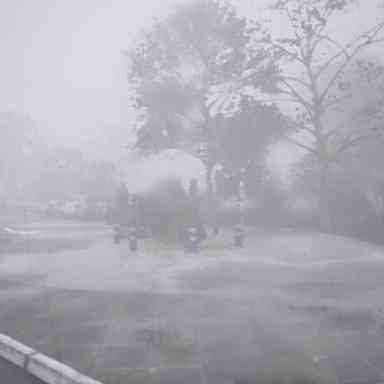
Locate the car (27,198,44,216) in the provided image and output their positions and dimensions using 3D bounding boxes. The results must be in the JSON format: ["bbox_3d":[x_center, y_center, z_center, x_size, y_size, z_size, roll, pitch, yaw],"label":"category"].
[{"bbox_3d":[-12.961,1.428,32.320,2.185,1.767,4.553,0,0,36],"label":"car"}]

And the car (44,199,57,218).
[{"bbox_3d":[-10.697,1.430,30.698,2.185,1.767,4.553,0,0,36],"label":"car"}]

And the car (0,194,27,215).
[{"bbox_3d":[-17.425,1.423,35.439,2.185,1.767,4.553,0,0,36],"label":"car"}]

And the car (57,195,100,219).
[{"bbox_3d":[-8.333,1.306,29.001,2.435,2.045,5.566,0,0,36],"label":"car"}]

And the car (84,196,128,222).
[{"bbox_3d":[-6.103,1.434,27.331,2.185,1.767,4.553,0,0,36],"label":"car"}]
